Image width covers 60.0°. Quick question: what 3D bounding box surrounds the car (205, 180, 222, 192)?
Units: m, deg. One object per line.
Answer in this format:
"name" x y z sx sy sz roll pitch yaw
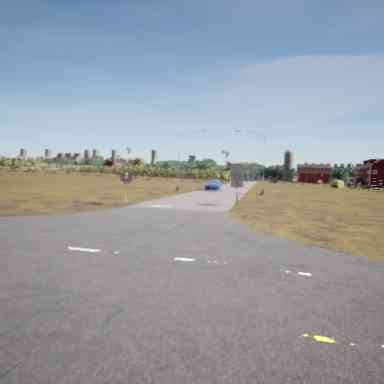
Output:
"car" 2.984 -0.929 45.733 1.882 1.535 5.008 2 3 12
